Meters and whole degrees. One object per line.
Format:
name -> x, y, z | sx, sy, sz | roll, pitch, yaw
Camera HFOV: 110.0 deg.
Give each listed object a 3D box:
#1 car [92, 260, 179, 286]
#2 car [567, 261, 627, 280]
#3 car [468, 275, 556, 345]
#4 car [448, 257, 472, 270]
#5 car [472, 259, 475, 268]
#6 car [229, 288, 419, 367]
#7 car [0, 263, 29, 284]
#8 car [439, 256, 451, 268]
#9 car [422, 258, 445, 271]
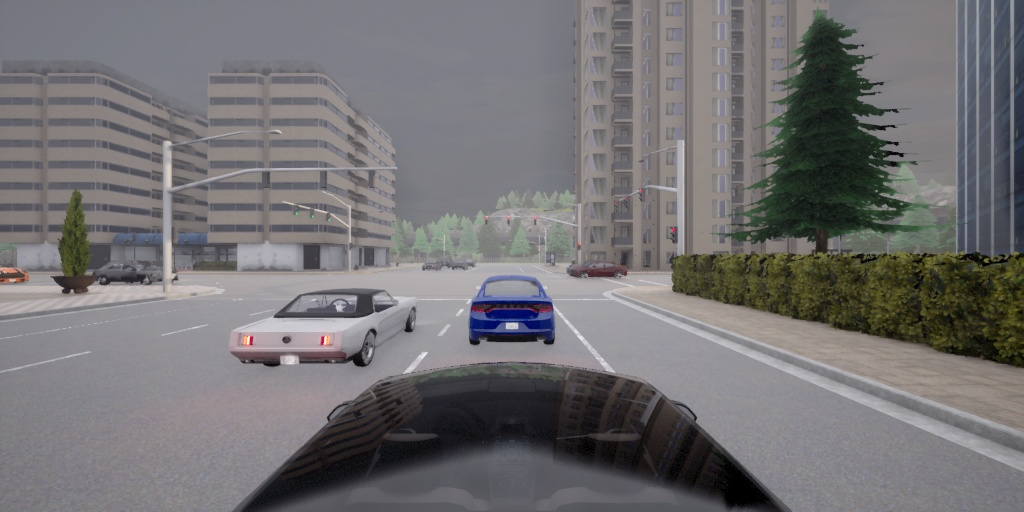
car -> -25.948, 1.241, 24.810 | 4.902, 1.511, 2.128 | 0, 0, 1
car -> 7.536, 1.227, 31.402 | 5.008, 1.535, 1.882 | 0, 0, -8
car -> -0.005, 1.228, 9.539 | 1.882, 1.535, 5.008 | 0, 0, 0
car -> -7.524, 1.297, 52.303 | 2.033, 1.411, 5.357 | 0, 0, 0
car -> -7.614, 1.228, 63.503 | 1.882, 1.535, 5.008 | 0, 0, 0
car -> -3.497, 1.351, 7.873 | 1.895, 1.301, 4.718 | 0, 0, 0
car -> -36.763, 1.104, 24.841 | 4.553, 1.767, 2.097 | 0, 0, 0
car -> -11.096, 0.967, 59.015 | 2.150, 2.045, 5.566 | 0, 1, 0
car -> -11.011, 1.314, 49.409 | 1.994, 1.385, 4.181 | 0, 0, 0
